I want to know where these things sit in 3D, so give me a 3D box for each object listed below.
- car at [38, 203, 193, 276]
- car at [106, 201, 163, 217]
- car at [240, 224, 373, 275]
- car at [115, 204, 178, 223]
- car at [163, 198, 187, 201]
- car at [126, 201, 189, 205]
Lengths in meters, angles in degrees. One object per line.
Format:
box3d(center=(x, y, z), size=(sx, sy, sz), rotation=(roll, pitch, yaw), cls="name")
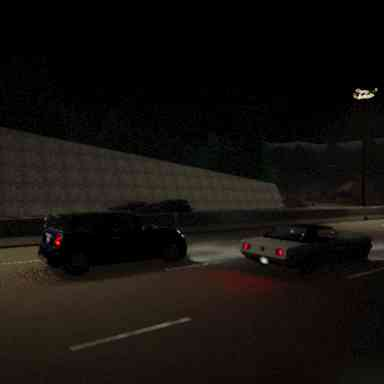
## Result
box3d(center=(-2.344, 1.392, 10.672), size=(4.553, 1.767, 2.097), rotation=(1, 0, -36), cls="car")
box3d(center=(-5.861, 1.690, 34.131), size=(5.357, 1.411, 2.033), rotation=(1, 0, -35), cls="car")
box3d(center=(3.876, 1.690, 10.811), size=(4.718, 1.301, 1.895), rotation=(1, 0, -36), cls="car")
box3d(center=(-3.687, 1.721, 27.109), size=(4.718, 1.301, 1.895), rotation=(1, 0, -35), cls="car")
box3d(center=(-2.225, 1.512, 32.402), size=(4.553, 1.767, 2.097), rotation=(1, 0, -35), cls="car")
box3d(center=(-2.581, 1.603, 23.605), size=(4.902, 1.511, 2.128), rotation=(1, -1, -35), cls="car")
